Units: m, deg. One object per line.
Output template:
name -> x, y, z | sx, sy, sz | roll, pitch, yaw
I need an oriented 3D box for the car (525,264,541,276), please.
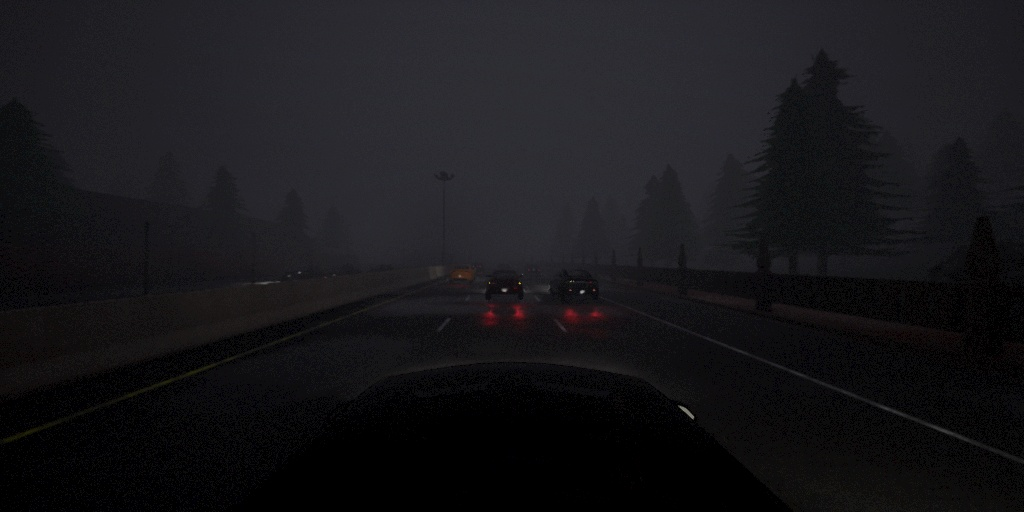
car -> 2.467, 1.704, 44.433 | 2.033, 1.411, 5.357 | 1, 0, -2

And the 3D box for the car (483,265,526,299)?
car -> -0.404, 1.429, 19.223 | 1.812, 1.442, 4.674 | 1, 0, -1

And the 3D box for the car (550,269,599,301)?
car -> 3.112, 1.423, 18.587 | 2.128, 1.511, 4.902 | 1, 0, -1

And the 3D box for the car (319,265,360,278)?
car -> -14.820, 1.447, 31.810 | 1.994, 1.385, 4.181 | 1, -1, -1

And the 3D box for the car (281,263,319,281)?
car -> -18.319, 1.375, 31.718 | 1.812, 1.442, 4.674 | 1, -1, -1

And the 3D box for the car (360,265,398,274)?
car -> -11.318, 1.478, 31.629 | 1.994, 1.385, 4.181 | 1, -1, -1

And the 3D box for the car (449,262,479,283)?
car -> -4.193, 1.451, 30.990 | 1.882, 1.535, 5.008 | 1, 0, -1

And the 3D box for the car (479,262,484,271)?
car -> -5.250, 1.689, 55.472 | 1.837, 1.490, 4.892 | 2, 0, -6
